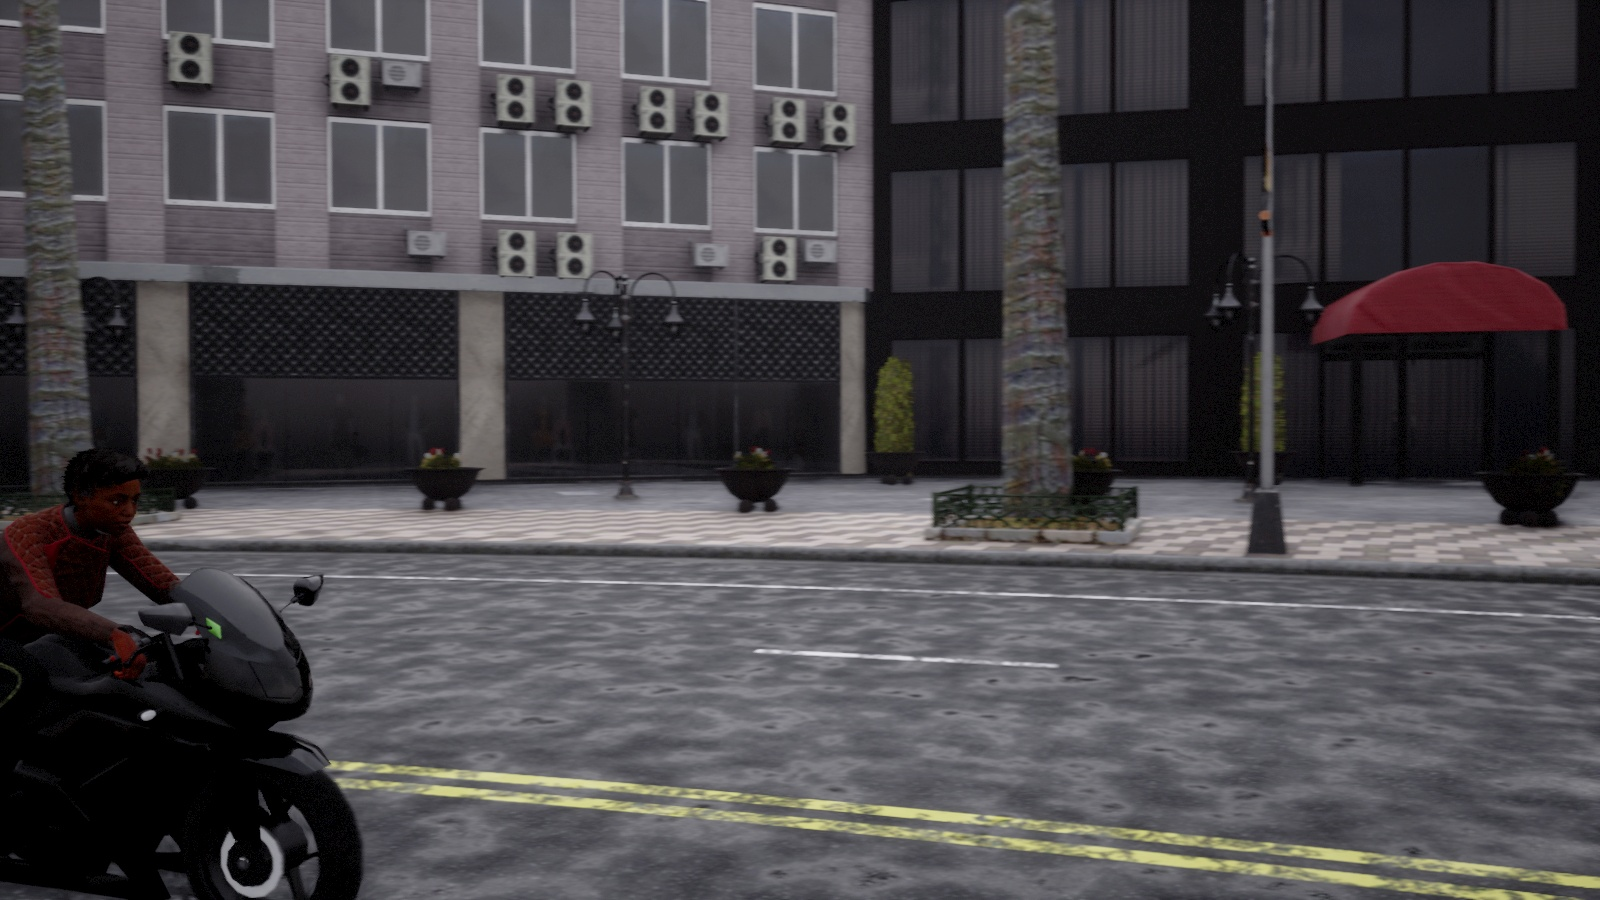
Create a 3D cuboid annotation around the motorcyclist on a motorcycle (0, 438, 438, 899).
[{"bbox_3d":[-2.260,0.733,3.915,2.044,1.523,0.797,0,1,14],"label":"motorcyclist on a motorcycle"}]
